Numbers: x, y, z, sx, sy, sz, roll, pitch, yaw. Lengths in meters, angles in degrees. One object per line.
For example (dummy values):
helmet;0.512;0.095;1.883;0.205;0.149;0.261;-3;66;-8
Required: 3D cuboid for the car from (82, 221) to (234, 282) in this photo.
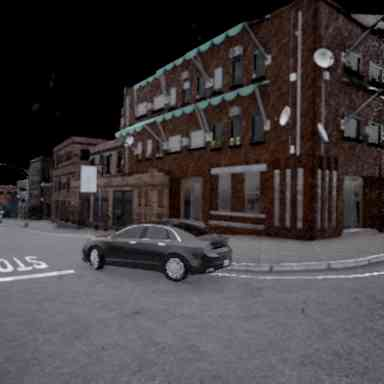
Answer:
car;-1.168;1.634;10.026;4.892;1.490;1.837;0;-2;31
